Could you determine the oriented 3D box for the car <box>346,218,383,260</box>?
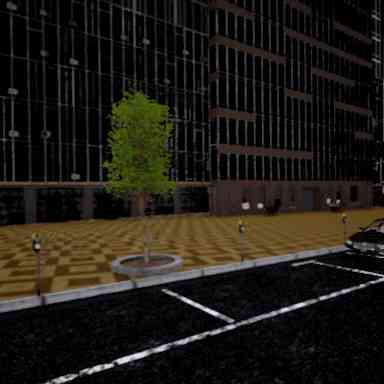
[{"bbox_3d":[7.145,1.584,11.673,4.403,1.369,2.008,0,-1,-35],"label":"car"}]
